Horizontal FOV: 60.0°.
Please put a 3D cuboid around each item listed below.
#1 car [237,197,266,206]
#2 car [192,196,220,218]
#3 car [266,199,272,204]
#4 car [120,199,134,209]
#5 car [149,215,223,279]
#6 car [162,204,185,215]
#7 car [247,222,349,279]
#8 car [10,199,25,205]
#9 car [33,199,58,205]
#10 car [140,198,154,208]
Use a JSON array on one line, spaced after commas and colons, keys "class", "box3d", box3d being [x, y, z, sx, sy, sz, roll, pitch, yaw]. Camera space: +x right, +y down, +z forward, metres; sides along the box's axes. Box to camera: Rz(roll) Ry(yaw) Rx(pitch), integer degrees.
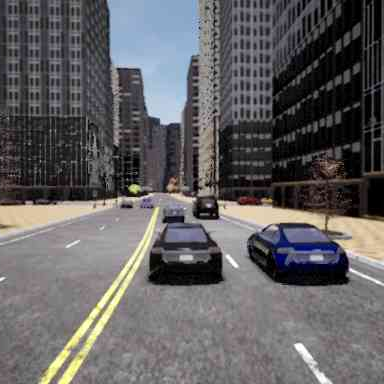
[{"class": "car", "box3d": [11.310, 1.871, 65.318, 5.009, 1.841, 2.192, 0, 0, -4]}, {"class": "car", "box3d": [1.309, 1.418, 32.747, 2.150, 2.045, 5.566, 0, 0, -5]}, {"class": "car", "box3d": [16.161, 2.029, 74.069, 4.829, 1.417, 1.752, 0, 0, -4]}, {"class": "car", "box3d": [-10.490, 1.905, 54.070, 2.033, 1.411, 5.357, 0, 0, -5]}, {"class": "car", "box3d": [-0.229, 1.631, 10.332, 1.994, 1.385, 4.181, 0, 0, -2]}, {"class": "car", "box3d": [-1.578, 1.730, 28.521, 2.033, 1.411, 5.357, 0, 0, -5]}, {"class": "car", "box3d": [3.018, 1.620, 10.280, 1.994, 1.385, 4.181, 0, 0, -2]}, {"class": "car", "box3d": [-33.184, 1.891, 62.016, 4.206, 1.307, 1.802, 0, 0, -4]}, {"class": "car", "box3d": [-27.510, 1.907, 62.388, 4.313, 1.339, 1.947, 0, 0, -4]}, {"class": "car", "box3d": [-7.179, 1.692, 53.350, 2.097, 1.767, 4.553, 0, 0, -5]}]
